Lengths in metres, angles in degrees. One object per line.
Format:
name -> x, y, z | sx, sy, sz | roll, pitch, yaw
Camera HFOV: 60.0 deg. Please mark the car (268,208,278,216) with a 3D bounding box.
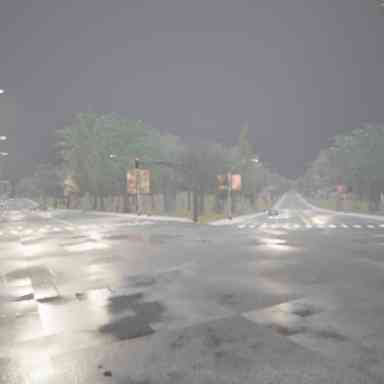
car -> 15.596, 3.914, 63.946 | 2.128, 1.511, 4.902 | -2, -3, 16
